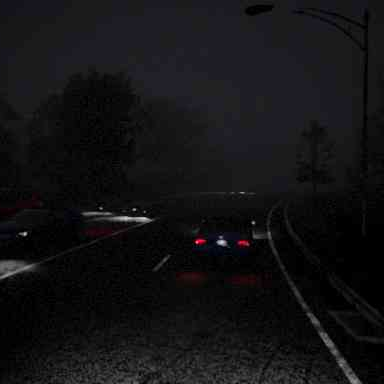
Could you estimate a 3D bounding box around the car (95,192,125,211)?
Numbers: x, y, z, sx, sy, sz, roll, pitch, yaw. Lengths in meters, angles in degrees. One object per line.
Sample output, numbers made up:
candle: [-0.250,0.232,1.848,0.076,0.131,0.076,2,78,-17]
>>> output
car: [-6.084,0.712,27.466,2.033,1.411,5.357,1,3,16]

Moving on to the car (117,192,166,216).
car: [-3.341,0.894,24.089,1.994,1.385,4.181,1,3,15]

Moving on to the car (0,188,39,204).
car: [-8.952,0.857,14.579,2.150,2.045,5.566,1,1,10]

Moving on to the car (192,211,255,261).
car: [1.222,1.392,11.723,2.033,1.411,5.357,1,2,9]

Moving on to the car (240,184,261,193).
car: [10.258,-0.582,56.440,1.994,1.385,4.181,1,3,31]

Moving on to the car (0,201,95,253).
car: [-5.725,1.251,12.684,1.812,1.442,4.674,1,1,9]

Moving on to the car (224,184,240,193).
car: [7.267,-0.670,58.256,1.837,1.490,4.892,1,3,31]
